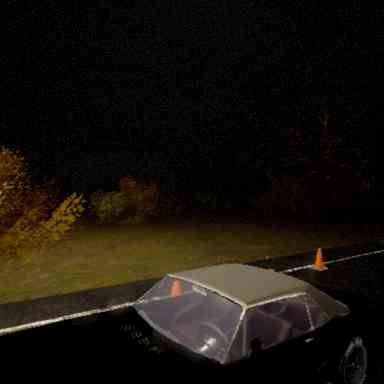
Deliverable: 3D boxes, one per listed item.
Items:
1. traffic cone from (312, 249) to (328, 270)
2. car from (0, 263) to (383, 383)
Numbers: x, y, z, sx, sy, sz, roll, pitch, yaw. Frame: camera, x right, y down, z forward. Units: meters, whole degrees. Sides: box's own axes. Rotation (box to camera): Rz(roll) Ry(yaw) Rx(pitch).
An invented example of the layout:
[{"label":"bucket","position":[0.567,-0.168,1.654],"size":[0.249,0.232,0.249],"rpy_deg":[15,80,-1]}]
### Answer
[{"label":"traffic cone","position":[3.766,1.964,9.806],"size":[0.340,0.580,0.340],"rpy_deg":[0,0,-35]},{"label":"car","position":[0.191,1.604,3.638],"size":[4.718,1.301,1.895],"rpy_deg":[0,0,-35]}]
